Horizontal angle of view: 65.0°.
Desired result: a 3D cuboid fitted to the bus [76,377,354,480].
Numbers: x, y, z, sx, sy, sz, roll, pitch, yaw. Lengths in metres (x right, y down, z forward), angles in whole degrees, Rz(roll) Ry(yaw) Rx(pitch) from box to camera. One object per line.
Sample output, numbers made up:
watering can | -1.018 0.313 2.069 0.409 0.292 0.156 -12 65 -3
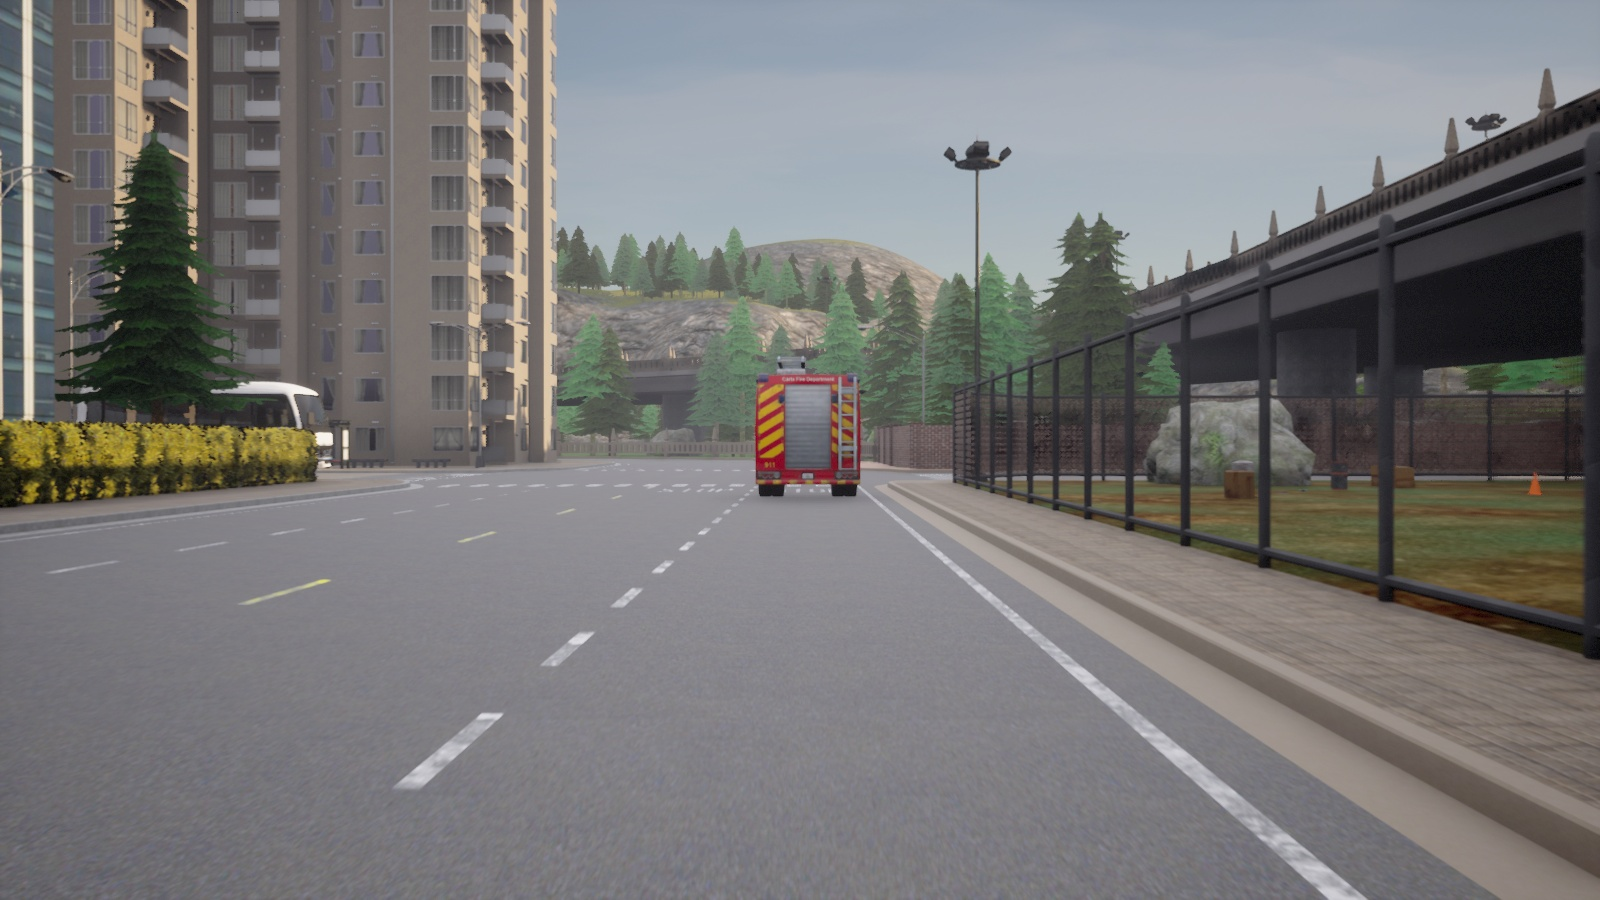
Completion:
bus | -25.281 -0.903 54.707 10.273 4.253 3.944 0 0 0

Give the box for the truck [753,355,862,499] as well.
truck | 0.230 -0.629 37.574 2.891 3.827 8.468 0 0 0
